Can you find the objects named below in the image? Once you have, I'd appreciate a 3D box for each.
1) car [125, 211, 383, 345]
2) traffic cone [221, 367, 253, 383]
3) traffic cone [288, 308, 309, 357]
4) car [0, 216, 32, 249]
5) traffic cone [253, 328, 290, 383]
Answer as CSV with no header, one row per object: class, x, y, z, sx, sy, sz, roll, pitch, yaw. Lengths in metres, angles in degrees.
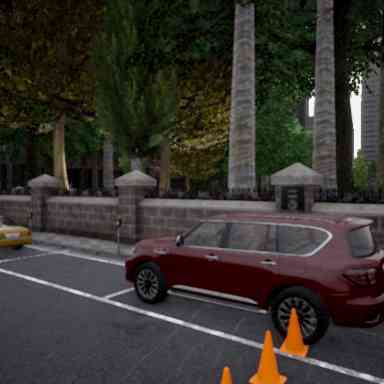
car,0.972,1.299,6.391,5.009,1.841,2.192,0,0,35
traffic cone,0.322,1.947,3.127,0.340,0.580,0.340,0,0,35
traffic cone,1.440,1.932,4.694,0.340,0.580,0.340,0,6,29
car,-8.060,1.446,12.815,4.829,1.417,1.752,0,0,35
traffic cone,0.902,1.947,3.942,0.340,0.580,0.340,0,0,35
